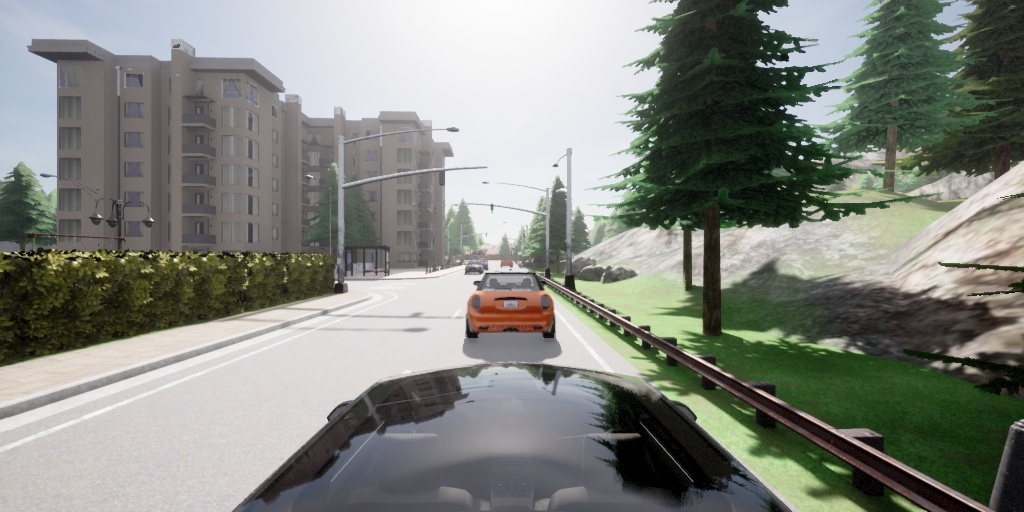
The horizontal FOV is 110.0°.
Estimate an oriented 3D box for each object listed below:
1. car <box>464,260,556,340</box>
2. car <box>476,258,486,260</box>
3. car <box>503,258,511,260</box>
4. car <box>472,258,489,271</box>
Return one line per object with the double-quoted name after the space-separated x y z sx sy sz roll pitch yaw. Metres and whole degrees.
-0.051 1.103 10.170 2.097 1.767 4.553 0 0 -1 "car"
-4.250 1.262 40.733 1.837 1.490 4.892 0 0 -1 "car"
-0.908 1.113 61.434 2.097 1.767 4.553 0 0 -1 "car"
-4.430 1.111 50.644 2.097 1.767 4.553 0 0 -2 "car"
